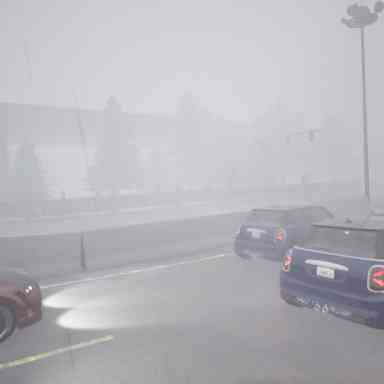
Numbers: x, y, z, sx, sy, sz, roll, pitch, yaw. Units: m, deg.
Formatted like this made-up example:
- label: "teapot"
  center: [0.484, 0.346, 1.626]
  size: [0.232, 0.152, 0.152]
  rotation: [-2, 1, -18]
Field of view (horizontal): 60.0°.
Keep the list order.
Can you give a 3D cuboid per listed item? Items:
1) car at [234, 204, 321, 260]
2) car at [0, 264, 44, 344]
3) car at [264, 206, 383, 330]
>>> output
- label: "car"
  center: [3.529, 1.154, 10.651]
  size: [4.553, 1.767, 2.097]
  rotation: [-3, 2, -36]
- label: "car"
  center: [-4.469, 1.564, 4.861]
  size: [4.181, 1.385, 1.994]
  rotation: [0, 0, -35]
- label: "car"
  center: [3.832, 1.231, 6.543]
  size: [4.553, 1.767, 2.097]
  rotation: [-2, 1, -36]
